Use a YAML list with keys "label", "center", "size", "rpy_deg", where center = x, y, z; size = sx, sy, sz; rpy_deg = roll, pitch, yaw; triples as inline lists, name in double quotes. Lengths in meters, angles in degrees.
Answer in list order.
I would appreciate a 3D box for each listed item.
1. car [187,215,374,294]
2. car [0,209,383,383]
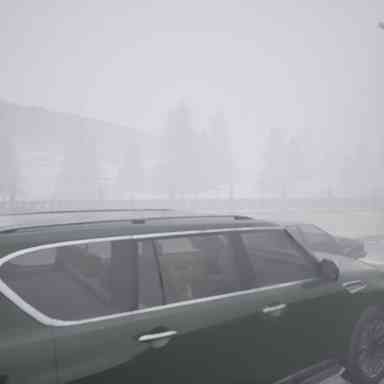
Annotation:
- label: "car"
  center: [2.678, 1.532, 9.526]
  size: [5.357, 1.411, 2.033]
  rpy_deg: [0, 0, -31]
- label: "car"
  center: [0.049, 1.215, 3.687]
  size: [5.566, 2.045, 2.150]
  rpy_deg: [0, 0, -34]
